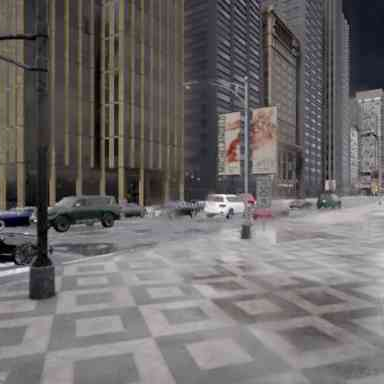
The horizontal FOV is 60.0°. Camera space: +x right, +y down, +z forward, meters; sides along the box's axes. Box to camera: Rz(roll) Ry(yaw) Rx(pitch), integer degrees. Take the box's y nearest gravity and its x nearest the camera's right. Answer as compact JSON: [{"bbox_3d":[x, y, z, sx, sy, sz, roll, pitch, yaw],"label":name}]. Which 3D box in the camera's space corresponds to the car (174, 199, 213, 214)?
[{"bbox_3d":[0.234,1.569,36.300,1.812,1.442,4.674,0,0,36],"label":"car"}]

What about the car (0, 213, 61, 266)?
[{"bbox_3d":[-6.812,1.563,9.394,2.033,1.411,5.357,0,0,36],"label":"car"}]

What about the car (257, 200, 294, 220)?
[{"bbox_3d":[6.841,1.614,28.450,1.994,1.385,4.181,0,0,36],"label":"car"}]

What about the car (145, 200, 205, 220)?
[{"bbox_3d":[-1.342,1.528,28.530,2.128,1.511,4.902,0,0,36],"label":"car"}]

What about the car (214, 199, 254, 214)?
[{"bbox_3d":[4.776,1.599,37.051,2.033,1.411,5.357,0,0,35],"label":"car"}]

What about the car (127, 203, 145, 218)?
[{"bbox_3d":[-5.692,1.593,28.041,1.994,1.385,4.181,0,0,35],"label":"car"}]

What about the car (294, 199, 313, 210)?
[{"bbox_3d":[14.864,1.621,45.279,2.033,1.411,5.357,0,0,36],"label":"car"}]

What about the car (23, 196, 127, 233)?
[{"bbox_3d":[-7.024,1.246,20.600,2.150,2.045,5.566,0,0,36],"label":"car"}]

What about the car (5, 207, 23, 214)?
[{"bbox_3d":[-10.826,1.619,20.875,1.895,1.301,4.718,0,0,36],"label":"car"}]

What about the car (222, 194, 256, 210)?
[{"bbox_3d":[6.381,1.280,44.820,2.150,2.045,5.566,0,0,37],"label":"car"}]

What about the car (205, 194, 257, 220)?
[{"bbox_3d":[3.210,1.263,28.964,2.150,2.045,5.566,0,0,36],"label":"car"}]

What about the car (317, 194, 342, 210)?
[{"bbox_3d":[18.517,1.303,44.783,2.150,2.045,5.566,0,0,36],"label":"car"}]
